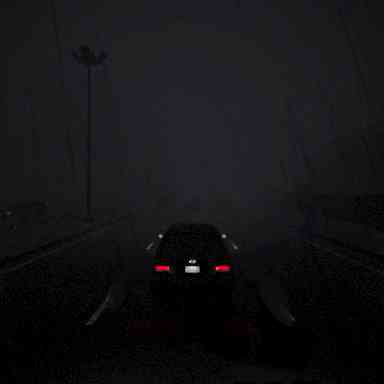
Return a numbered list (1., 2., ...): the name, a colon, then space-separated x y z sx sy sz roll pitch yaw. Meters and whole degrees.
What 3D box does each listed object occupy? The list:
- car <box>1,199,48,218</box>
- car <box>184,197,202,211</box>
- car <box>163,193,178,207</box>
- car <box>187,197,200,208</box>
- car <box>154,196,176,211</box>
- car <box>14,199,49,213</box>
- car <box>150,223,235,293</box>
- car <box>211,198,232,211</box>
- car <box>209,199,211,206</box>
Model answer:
1. car: -15.041 1.488 29.787 2.128 1.511 4.902 0 0 0
2. car: 0.116 1.487 39.895 2.128 1.511 4.902 0 0 0
3. car: -3.308 1.215 50.284 2.150 2.045 5.566 0 0 0
4. car: 0.192 1.499 50.230 1.837 1.490 4.892 0 0 0
5. car: -3.384 1.543 39.954 2.033 1.411 5.357 0 0 0
6. car: -18.449 1.559 38.496 1.994 1.385 4.181 0 0 1
7. car: 0.007 1.546 8.959 2.033 1.411 5.357 0 0 0
8. car: 3.615 1.473 39.789 1.882 1.535 5.008 0 0 0
9. car: 3.692 1.558 50.206 1.994 1.385 4.181 0 0 0
